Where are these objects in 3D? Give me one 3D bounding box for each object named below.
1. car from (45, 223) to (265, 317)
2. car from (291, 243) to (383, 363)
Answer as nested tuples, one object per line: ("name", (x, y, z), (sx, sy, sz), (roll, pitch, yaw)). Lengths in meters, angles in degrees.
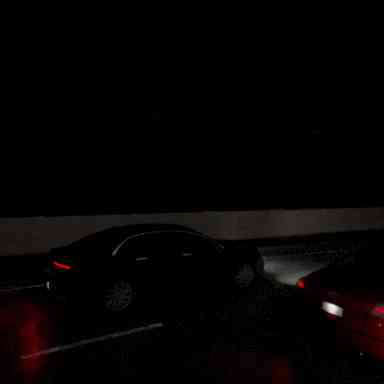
("car", (-0.567, 1.462, 7.371), (4.892, 1.490, 1.837), (0, 0, -31))
("car", (3.676, 1.549, 5.410), (4.181, 1.385, 1.994), (0, 0, -27))
